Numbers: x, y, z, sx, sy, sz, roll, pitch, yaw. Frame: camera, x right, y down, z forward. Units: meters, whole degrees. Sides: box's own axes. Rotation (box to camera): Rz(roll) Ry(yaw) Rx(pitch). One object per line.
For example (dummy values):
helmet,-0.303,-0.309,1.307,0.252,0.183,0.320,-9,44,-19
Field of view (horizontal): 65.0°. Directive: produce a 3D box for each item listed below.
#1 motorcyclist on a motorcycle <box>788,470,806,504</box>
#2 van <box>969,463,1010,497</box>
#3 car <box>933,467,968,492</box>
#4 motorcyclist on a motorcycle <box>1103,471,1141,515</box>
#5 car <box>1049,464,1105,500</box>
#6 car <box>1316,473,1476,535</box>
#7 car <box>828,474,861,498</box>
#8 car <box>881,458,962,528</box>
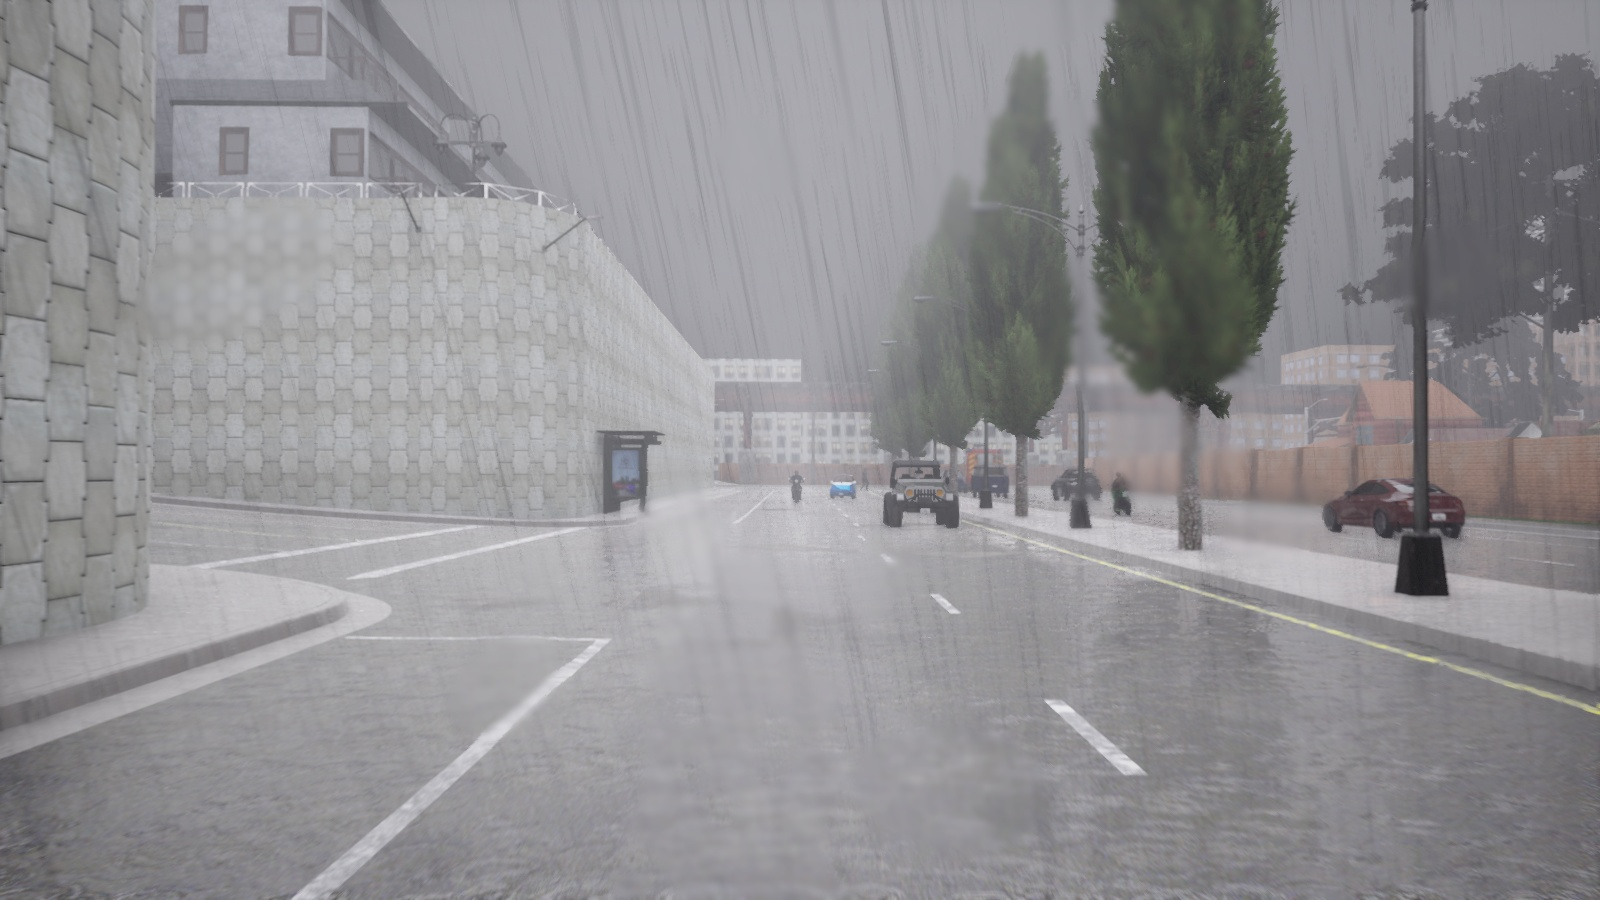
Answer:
motorcyclist on a motorcycle,-0.152,1.785,60.709,0.866,1.590,1.817,0,-1,0
van,11.309,1.780,75.142,1.775,1.987,4.442,0,-1,0
car,11.262,2.205,94.208,2.097,1.767,4.553,0,-1,0
motorcyclist on a motorcycle,11.388,1.495,44.433,0.797,1.523,2.044,0,-1,0
car,14.829,1.701,67.437,1.932,1.855,4.605,0,-1,0
car,14.920,1.312,31.764,1.812,1.442,4.674,0,-1,0
car,2.552,2.058,71.692,1.481,1.376,2.207,0,-2,13
car,3.409,1.196,35.816,1.905,1.878,3.866,0,-1,0
